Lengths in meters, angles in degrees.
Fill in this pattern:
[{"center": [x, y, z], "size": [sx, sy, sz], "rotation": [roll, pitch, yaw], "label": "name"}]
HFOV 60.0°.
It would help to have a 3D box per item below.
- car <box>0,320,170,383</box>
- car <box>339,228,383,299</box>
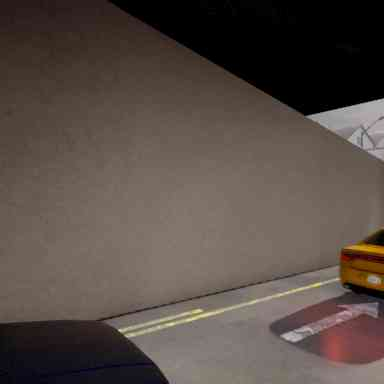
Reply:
[{"center": [-2.697, 1.547, 1.861], "size": [5.357, 1.411, 2.033], "rotation": [0, 0, -35], "label": "car"}, {"center": [5.400, 1.478, 7.610], "size": [5.008, 1.535, 1.882], "rotation": [0, 0, -35], "label": "car"}]
